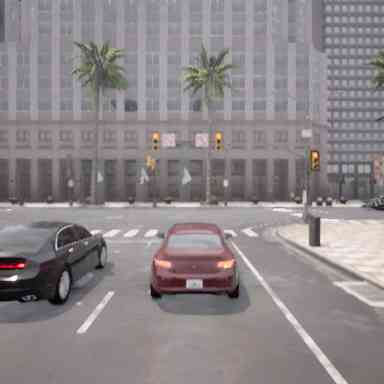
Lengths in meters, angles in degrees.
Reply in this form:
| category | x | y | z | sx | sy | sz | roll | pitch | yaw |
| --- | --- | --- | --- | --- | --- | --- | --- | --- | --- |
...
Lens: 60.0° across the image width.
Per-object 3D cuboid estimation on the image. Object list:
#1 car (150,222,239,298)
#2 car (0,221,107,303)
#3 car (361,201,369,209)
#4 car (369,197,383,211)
| category | x | y | z | sx | sy | sz | roll | pitch | yaw |
| --- | --- | --- | --- | --- | --- | --- | --- | --- | --- |
| car | 0.069 | 1.479 | 8.294 | 1.812 | 1.442 | 4.674 | 0 | 0 | 1 |
| car | -3.440 | 1.459 | 8.039 | 1.837 | 1.490 | 4.892 | 0 | 0 | 0 |
| car | 21.955 | 1.278 | 38.073 | 4.902 | 1.511 | 2.128 | 0 | 0 | 0 |
| car | 21.978 | 1.028 | 34.573 | 5.566 | 2.045 | 2.150 | 0 | 0 | 0 |
